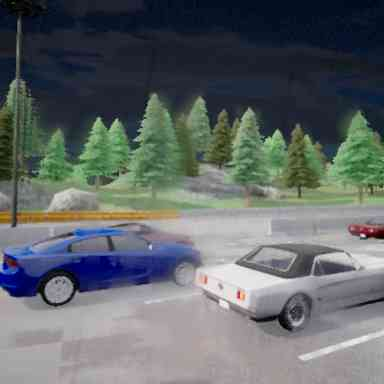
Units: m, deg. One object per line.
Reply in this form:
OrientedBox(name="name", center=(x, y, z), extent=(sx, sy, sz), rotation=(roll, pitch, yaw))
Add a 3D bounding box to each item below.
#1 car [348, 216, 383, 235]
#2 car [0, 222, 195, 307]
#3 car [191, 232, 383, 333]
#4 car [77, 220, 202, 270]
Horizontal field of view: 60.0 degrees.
OrientedBox(name="car", center=(10.856, 1.944, 17.679), extent=(4.718, 1.301, 1.895), rotation=(0, -1, -17))
OrientedBox(name="car", center=(-2.021, 1.666, 8.485), extent=(5.008, 1.535, 1.882), rotation=(1, -2, -31))
OrientedBox(name="car", center=(2.556, 1.743, 6.990), extent=(4.718, 1.301, 1.895), rotation=(1, -2, -27))
OrientedBox(name="car", center=(-1.944, 1.844, 12.496), extent=(4.181, 1.385, 1.994), rotation=(1, -2, -28))
